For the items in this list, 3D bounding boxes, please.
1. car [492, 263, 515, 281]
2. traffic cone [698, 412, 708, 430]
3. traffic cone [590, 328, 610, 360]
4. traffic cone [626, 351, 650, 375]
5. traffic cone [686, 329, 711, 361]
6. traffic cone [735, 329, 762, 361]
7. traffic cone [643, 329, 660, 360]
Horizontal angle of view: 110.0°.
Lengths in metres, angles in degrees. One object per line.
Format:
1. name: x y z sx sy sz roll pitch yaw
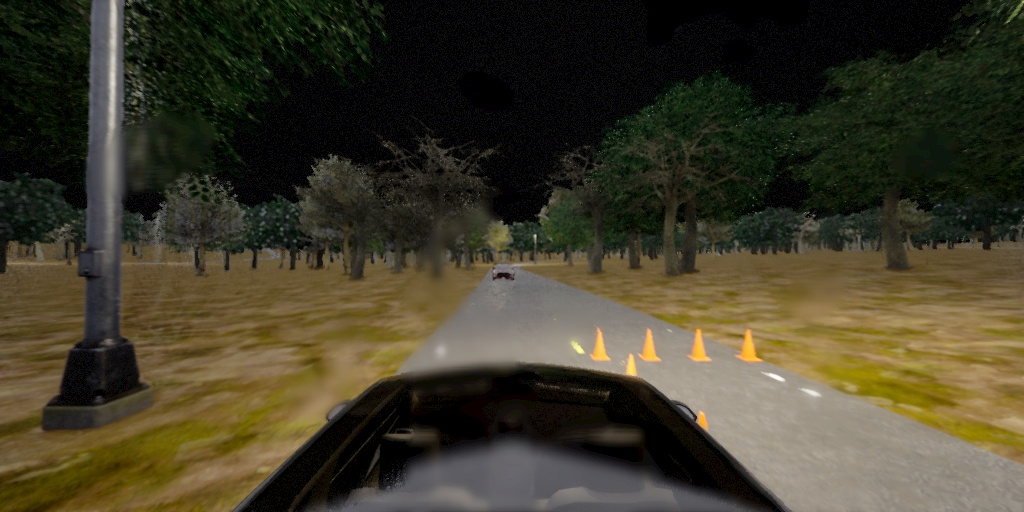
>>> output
1. car: -0.853 1.464 34.892 2.097 1.767 4.553 0 -1 -2
2. traffic cone: 1.738 1.730 3.285 0.340 0.580 0.340 0 0 1
3. traffic cone: 1.778 1.769 7.285 0.340 0.580 0.340 0 0 1
4. traffic cone: 1.758 1.749 5.285 0.340 0.580 0.340 0 0 1
5. traffic cone: 3.778 1.781 7.265 0.340 0.580 0.340 0 0 1
6. traffic cone: 4.778 1.786 7.254 0.340 0.580 0.340 0 0 1
7. traffic cone: 2.778 1.775 7.275 0.340 0.580 0.340 0 0 1
